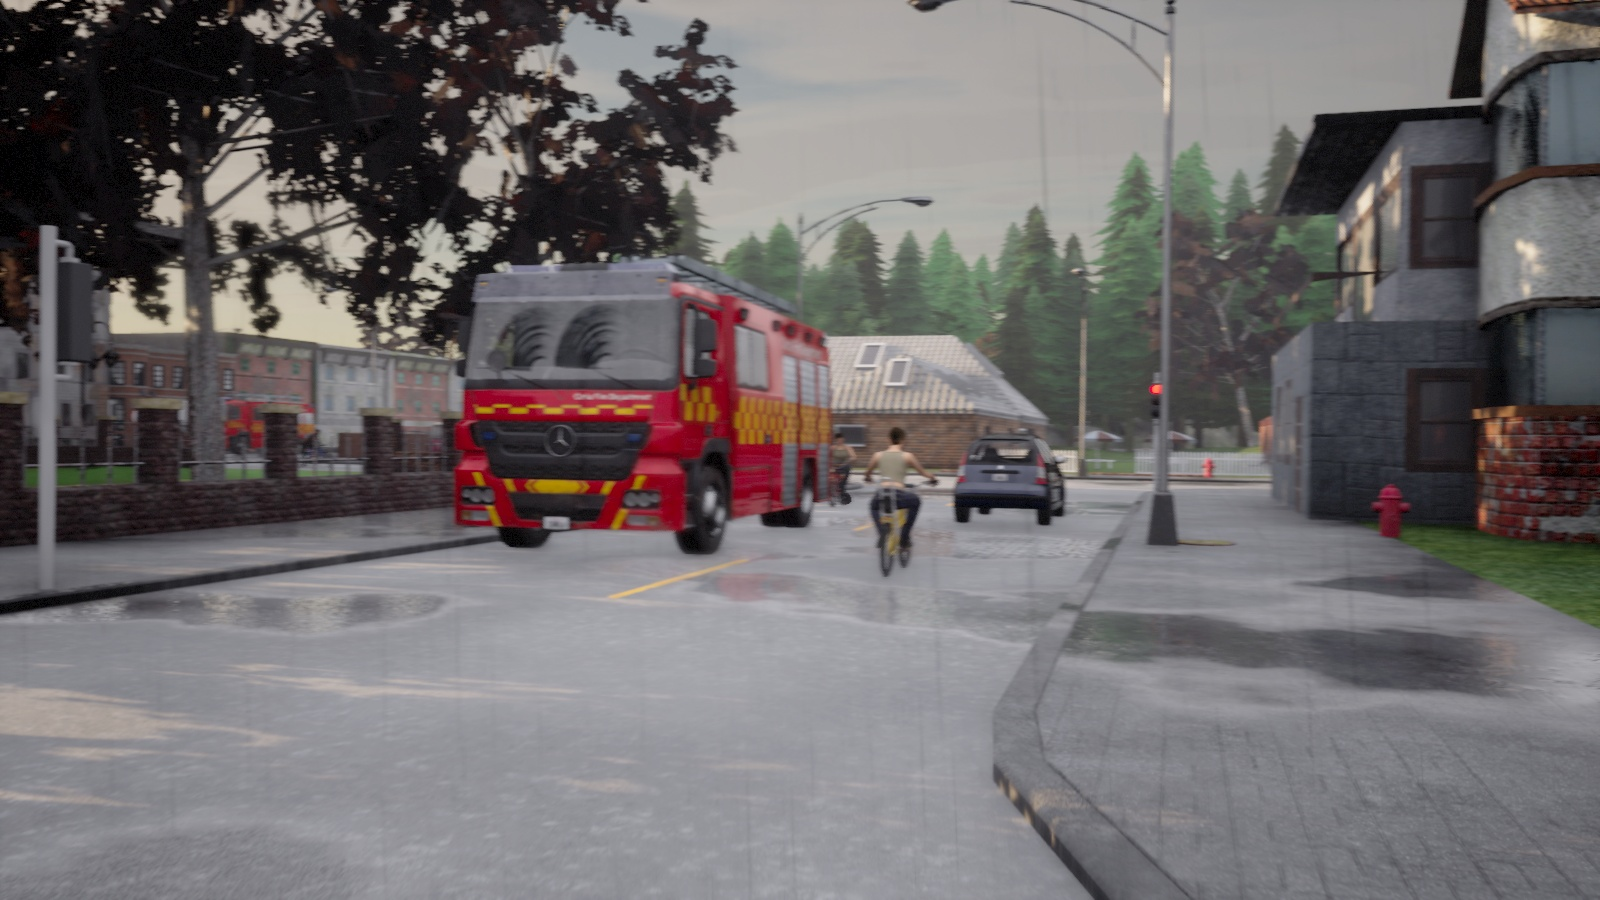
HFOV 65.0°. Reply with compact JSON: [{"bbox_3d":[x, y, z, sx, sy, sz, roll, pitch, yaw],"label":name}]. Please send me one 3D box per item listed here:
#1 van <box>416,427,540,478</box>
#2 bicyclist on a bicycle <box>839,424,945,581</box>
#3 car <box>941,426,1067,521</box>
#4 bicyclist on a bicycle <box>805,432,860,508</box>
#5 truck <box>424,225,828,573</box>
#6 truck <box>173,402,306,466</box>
[{"bbox_3d":[-12.709,0.093,49.589,4.442,1.987,1.775,0,1,15],"label":"van"},{"bbox_3d":[1.032,0.535,13.763,0.866,1.612,1.509,0,1,16],"label":"bicyclist on a bicycle"},{"bbox_3d":[3.942,0.386,23.737,1.851,1.617,3.988,0,1,16],"label":"car"},{"bbox_3d":[0.725,0.410,27.274,0.866,1.612,1.509,0,1,14],"label":"bicyclist on a bicycle"},{"bbox_3d":[-1.924,-0.590,18.268,2.891,3.827,8.468,0,0,14],"label":"truck"},{"bbox_3d":[-35.269,-0.976,79.443,2.891,3.827,8.468,0,0,16],"label":"truck"}]
